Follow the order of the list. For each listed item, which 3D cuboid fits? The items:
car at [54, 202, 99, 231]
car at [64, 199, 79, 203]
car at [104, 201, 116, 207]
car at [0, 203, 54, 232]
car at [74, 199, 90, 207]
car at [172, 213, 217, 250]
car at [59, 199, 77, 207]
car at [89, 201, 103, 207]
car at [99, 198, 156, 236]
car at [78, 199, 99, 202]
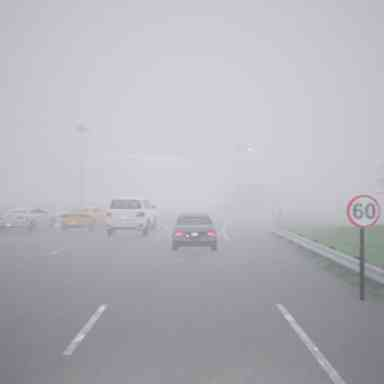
[{"bbox_3d":[-6.895,1.642,21.785,1.882,1.535,5.008,0,-1,0],"label":"car"},{"bbox_3d":[-24.098,2.520,66.631,1.882,1.535,5.008,0,-2,1],"label":"car"},{"bbox_3d":[-20.385,3.049,82.830,1.882,1.535,5.008,0,-2,1],"label":"car"},{"bbox_3d":[-10.410,1.677,21.255,1.812,1.442,4.674,0,-1,0],"label":"car"},{"bbox_3d":[-27.385,2.793,82.901,2.150,2.045,5.566,0,-2,1],"label":"car"},{"bbox_3d":[0.102,1.626,14.771,2.033,1.411,5.357,0,0,0],"label":"car"},{"bbox_3d":[-30.884,2.791,82.947,2.150,2.045,5.566,0,-2,1],"label":"car"},{"bbox_3d":[-23.885,3.070,82.875,1.837,1.490,4.892,0,-2,1],"label":"car"},{"bbox_3d":[-3.395,1.348,19.308,2.150,2.045,5.566,0,-1,0],"label":"car"},{"bbox_3d":[-20.598,2.568,66.584,1.812,1.442,4.674,0,-2,1],"label":"car"}]
